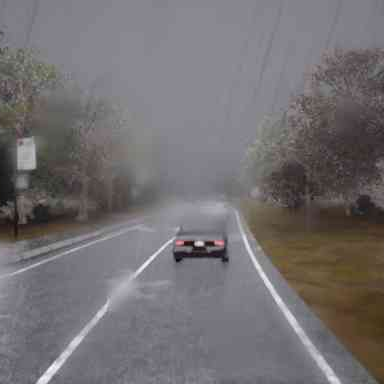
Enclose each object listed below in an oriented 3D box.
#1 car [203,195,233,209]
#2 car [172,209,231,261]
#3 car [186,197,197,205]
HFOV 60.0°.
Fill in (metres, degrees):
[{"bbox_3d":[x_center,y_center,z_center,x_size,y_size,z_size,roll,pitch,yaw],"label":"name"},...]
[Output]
[{"bbox_3d":[2.099,1.297,27.251,2.150,2.045,5.566,-1,0,7],"label":"car"},{"bbox_3d":[0.446,1.589,12.418,2.033,1.411,5.357,0,0,5],"label":"car"},{"bbox_3d":[-0.097,1.730,65.214,2.033,1.411,5.357,0,0,-5],"label":"car"}]
